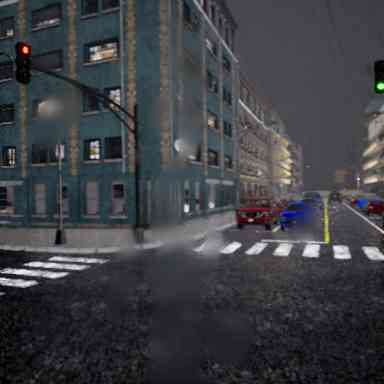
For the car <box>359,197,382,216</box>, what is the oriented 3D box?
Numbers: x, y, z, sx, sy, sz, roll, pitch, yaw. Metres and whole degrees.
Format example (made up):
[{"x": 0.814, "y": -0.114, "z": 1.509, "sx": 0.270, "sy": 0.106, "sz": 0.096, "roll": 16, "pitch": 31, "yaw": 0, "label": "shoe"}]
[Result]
[{"x": 15.690, "y": 1.333, "z": 28.455, "sx": 1.802, "sy": 1.307, "sz": 4.206, "roll": -1, "pitch": 0, "yaw": 22, "label": "car"}]

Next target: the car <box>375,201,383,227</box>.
[{"x": 11.565, "y": 1.384, "z": 18.145, "sx": 1.947, "sy": 1.339, "sz": 4.313, "roll": -1, "pitch": 0, "yaw": 22, "label": "car"}]

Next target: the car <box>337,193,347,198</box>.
[{"x": 38.374, "y": 0.912, "z": 85.157, "sx": 2.008, "sy": 1.369, "sz": 4.403, "roll": -1, "pitch": 0, "yaw": 22, "label": "car"}]

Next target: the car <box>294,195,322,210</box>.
[{"x": 10.369, "y": 1.348, "z": 29.731, "sx": 1.837, "sy": 1.490, "sz": 4.892, "roll": -1, "pitch": 0, "yaw": 22, "label": "car"}]

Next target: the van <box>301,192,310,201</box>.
[{"x": 24.869, "y": 0.941, "z": 72.619, "sx": 1.690, "sy": 1.788, "sz": 3.998, "roll": -1, "pitch": 0, "yaw": 22, "label": "van"}]

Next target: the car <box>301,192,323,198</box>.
[{"x": 14.305, "y": 1.000, "z": 39.556, "sx": 2.150, "sy": 2.045, "sz": 5.566, "roll": -1, "pitch": 0, "yaw": 22, "label": "car"}]

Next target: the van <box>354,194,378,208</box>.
[{"x": 17.749, "y": 1.058, "z": 33.609, "sx": 1.690, "sy": 1.788, "sz": 3.998, "roll": -1, "pitch": 0, "yaw": 22, "label": "van"}]

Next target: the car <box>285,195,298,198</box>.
[{"x": 10.436, "y": 1.390, "z": 36.537, "sx": 1.887, "sy": 1.381, "sz": 4.507, "roll": -1, "pitch": 0, "yaw": 22, "label": "car"}]

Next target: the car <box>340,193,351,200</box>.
[{"x": 32.187, "y": 1.016, "z": 69.692, "sx": 1.887, "sy": 1.381, "sz": 4.507, "roll": -1, "pitch": 0, "yaw": 22, "label": "car"}]

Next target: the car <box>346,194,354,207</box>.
[{"x": 21.874, "y": 1.088, "z": 43.919, "sx": 1.967, "sy": 1.590, "sz": 4.097, "roll": -1, "pitch": 0, "yaw": 22, "label": "car"}]

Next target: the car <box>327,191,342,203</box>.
[{"x": 24.043, "y": 0.835, "z": 55.996, "sx": 2.150, "sy": 2.045, "sz": 5.566, "roll": -1, "pitch": 0, "yaw": 22, "label": "car"}]

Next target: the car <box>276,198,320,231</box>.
[{"x": 6.512, "y": 1.384, "z": 20.104, "sx": 1.882, "sy": 1.535, "sz": 5.008, "roll": -1, "pitch": 0, "yaw": 22, "label": "car"}]

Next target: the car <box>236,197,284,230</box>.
[{"x": 4.246, "y": 1.261, "z": 21.072, "sx": 2.192, "sy": 1.841, "sz": 5.009, "roll": -1, "pitch": 0, "yaw": 22, "label": "car"}]

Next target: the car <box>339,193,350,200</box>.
[{"x": 34.249, "y": 0.979, "z": 74.848, "sx": 1.887, "sy": 1.381, "sz": 4.507, "roll": -1, "pitch": 0, "yaw": 22, "label": "car"}]

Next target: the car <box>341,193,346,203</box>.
[{"x": 26.001, "y": 1.130, "z": 54.228, "sx": 2.008, "sy": 1.369, "sz": 4.403, "roll": -1, "pitch": 0, "yaw": 22, "label": "car"}]
